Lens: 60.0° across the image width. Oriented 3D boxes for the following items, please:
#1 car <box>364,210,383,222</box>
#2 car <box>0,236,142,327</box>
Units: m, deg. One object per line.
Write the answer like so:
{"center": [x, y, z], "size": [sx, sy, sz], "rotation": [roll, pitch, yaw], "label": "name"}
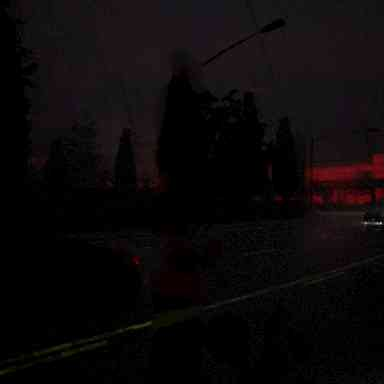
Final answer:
{"center": [21.076, 2.784, 38.619], "size": [1.895, 1.301, 4.718], "rotation": [0, -2, 29], "label": "car"}
{"center": [-3.069, 1.582, 6.294], "size": [4.181, 1.385, 1.994], "rotation": [0, 0, -37], "label": "car"}
